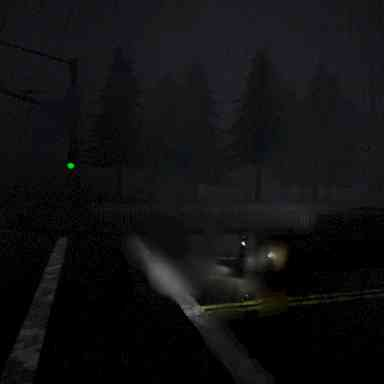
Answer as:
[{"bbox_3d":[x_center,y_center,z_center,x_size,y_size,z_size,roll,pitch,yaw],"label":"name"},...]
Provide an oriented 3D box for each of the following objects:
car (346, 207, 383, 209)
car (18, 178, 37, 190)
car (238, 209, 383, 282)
[{"bbox_3d":[6.806,1.280,13.365,4.718,1.301,1.895,1,2,-17],"label":"car"},{"bbox_3d":[-29.012,-1.302,58.393,2.097,1.767,4.553,1,2,-19],"label":"car"},{"bbox_3d":[3.984,1.320,8.824,5.357,1.411,2.033,1,2,-17],"label":"car"}]
